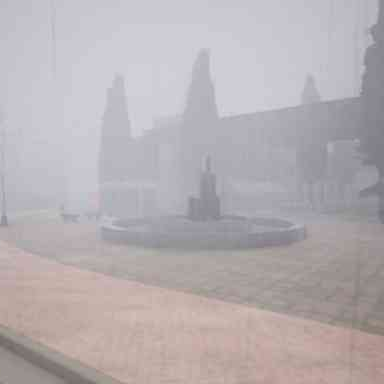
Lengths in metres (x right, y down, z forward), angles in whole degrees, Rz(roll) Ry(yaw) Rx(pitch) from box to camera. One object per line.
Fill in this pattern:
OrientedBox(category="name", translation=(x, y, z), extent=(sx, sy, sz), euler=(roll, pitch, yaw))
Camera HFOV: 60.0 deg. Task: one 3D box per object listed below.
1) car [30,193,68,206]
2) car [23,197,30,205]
OrientedBox(category="car", translation=(-23.166, 1.200, 54.940), extent=(2.150, 2.045, 5.566), euler=(0, 0, 27))
OrientedBox(category="car", translation=(-26.088, 1.198, 57.069), extent=(2.150, 2.045, 5.566), euler=(0, 0, 26))
